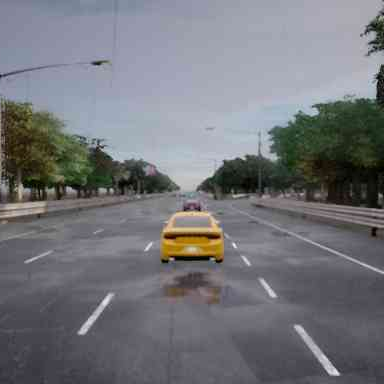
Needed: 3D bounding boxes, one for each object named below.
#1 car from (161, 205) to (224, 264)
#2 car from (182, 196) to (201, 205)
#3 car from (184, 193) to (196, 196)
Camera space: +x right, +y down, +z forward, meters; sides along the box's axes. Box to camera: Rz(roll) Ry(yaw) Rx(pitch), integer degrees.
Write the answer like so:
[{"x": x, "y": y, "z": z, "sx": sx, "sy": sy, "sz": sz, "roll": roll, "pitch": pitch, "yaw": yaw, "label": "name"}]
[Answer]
[{"x": 0.004, "y": 1.446, "z": 11.771, "sx": 1.882, "sy": 1.535, "sz": 5.008, "roll": 0, "pitch": 0, "yaw": 0, "label": "car"}, {"x": 0.007, "y": 1.430, "z": 36.042, "sx": 1.812, "sy": 1.442, "sz": 4.674, "roll": 0, "pitch": 0, "yaw": 0, "label": "car"}, {"x": 0.013, "y": 1.389, "z": 59.205, "sx": 2.033, "sy": 1.411, "sz": 5.357, "roll": 0, "pitch": 0, "yaw": 0, "label": "car"}]
